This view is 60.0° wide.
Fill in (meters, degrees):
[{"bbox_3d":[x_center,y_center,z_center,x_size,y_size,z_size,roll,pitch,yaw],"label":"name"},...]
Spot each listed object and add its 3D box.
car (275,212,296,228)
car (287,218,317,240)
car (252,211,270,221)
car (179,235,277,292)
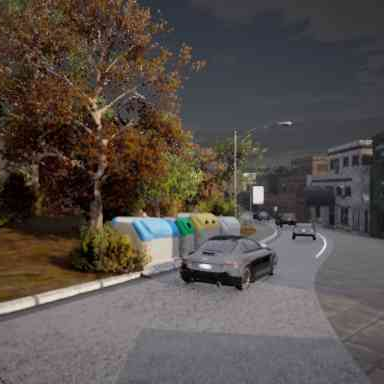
[{"bbox_3d":[12.951,3.825,46.169,2.150,2.045,5.566,0,-3,5],"label":"car"},{"bbox_3d":[9.444,3.198,28.005,2.033,1.411,5.357,0,-3,19],"label":"car"},{"bbox_3d":[12.481,4.307,60.502,2.097,1.767,4.553,0,-1,-5],"label":"car"},{"bbox_3d":[1.343,2.099,10.709,1.994,1.385,4.181,0,-4,29],"label":"car"}]
